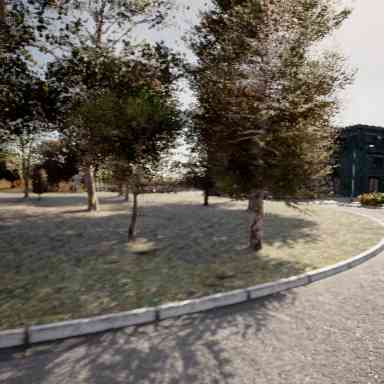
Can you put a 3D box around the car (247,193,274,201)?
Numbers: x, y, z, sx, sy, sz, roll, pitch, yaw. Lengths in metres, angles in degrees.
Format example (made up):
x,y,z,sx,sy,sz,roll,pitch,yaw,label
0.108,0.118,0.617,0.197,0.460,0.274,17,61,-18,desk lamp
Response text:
x,y,z,sx,sy,sz,roll,pitch,yaw,label
7.979,0.362,41.243,2.033,1.411,5.357,3,0,-40,car

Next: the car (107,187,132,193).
x,y,z,sx,sy,sz,roll,pitch,yaw,label
-16.663,-0.505,74.811,4.892,1.521,2.231,3,0,-15,car

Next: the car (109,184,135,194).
x,y,z,sx,sy,sz,roll,pitch,yaw,label
-16.382,-0.721,77.761,5.566,2.045,2.435,3,0,-14,car

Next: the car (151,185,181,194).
x,y,z,sx,sy,sz,roll,pitch,yaw,label
-4.153,-0.287,53.069,1.837,1.490,4.892,2,-1,-32,car
